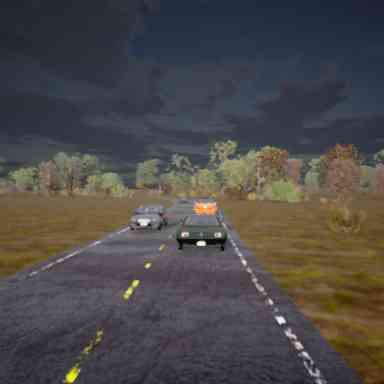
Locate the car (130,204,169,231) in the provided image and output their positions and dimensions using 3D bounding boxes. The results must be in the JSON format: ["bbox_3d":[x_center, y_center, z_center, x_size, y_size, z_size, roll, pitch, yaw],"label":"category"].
[{"bbox_3d":[-2.513,1.490,20.558,2.128,1.511,4.902,0,0,3],"label":"car"}]

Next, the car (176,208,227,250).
[{"bbox_3d":[0.428,1.602,14.428,1.895,1.301,4.718,0,0,2],"label":"car"}]

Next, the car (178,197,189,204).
[{"bbox_3d":[-1.513,1.562,61.786,1.994,1.385,4.181,0,0,-1],"label":"car"}]

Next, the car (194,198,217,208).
[{"bbox_3d":[1.288,1.355,31.803,2.097,1.767,4.553,0,0,3],"label":"car"}]
